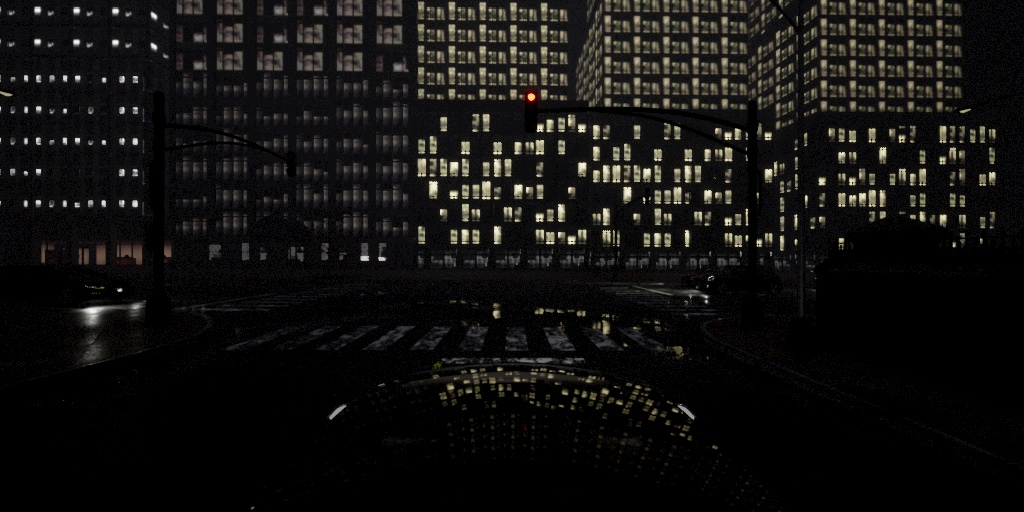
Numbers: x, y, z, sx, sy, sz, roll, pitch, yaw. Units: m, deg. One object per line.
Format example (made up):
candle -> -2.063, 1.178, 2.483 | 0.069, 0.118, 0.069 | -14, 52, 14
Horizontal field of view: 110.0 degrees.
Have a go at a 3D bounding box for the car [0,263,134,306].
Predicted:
car -> -17.613, 1.043, 13.844 | 4.892, 1.490, 1.837 | 1, 0, -1

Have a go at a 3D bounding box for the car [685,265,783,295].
car -> 13.084, 1.283, 21.036 | 4.553, 1.767, 2.097 | 1, 0, -1

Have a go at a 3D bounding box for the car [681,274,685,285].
car -> 14.134, 1.429, 24.300 | 5.008, 1.535, 1.882 | 1, 0, -2

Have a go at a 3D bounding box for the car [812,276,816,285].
car -> 23.460, 1.666, 24.451 | 4.718, 1.301, 1.895 | 1, 0, -1
